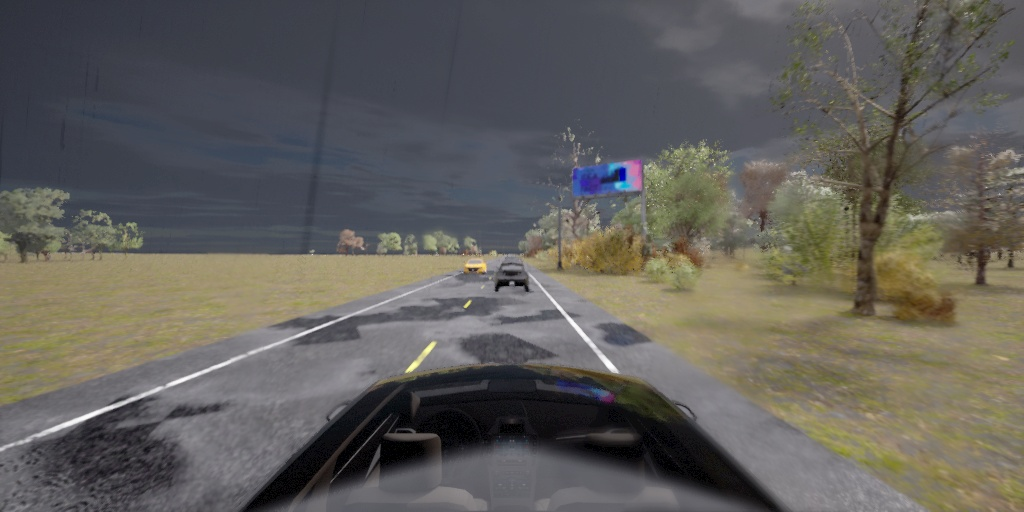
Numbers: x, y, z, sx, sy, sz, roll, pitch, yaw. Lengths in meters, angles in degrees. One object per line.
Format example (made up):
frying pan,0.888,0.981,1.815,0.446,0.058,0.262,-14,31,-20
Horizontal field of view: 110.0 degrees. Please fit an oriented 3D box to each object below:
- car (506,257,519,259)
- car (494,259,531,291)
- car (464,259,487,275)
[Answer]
car,0.052,0.843,36.628,2.097,1.767,4.553,0,0,0
car,0.018,1.117,20.458,1.837,1.490,4.892,0,0,1
car,-3.524,0.988,35.150,1.882,1.535,5.008,0,0,0
